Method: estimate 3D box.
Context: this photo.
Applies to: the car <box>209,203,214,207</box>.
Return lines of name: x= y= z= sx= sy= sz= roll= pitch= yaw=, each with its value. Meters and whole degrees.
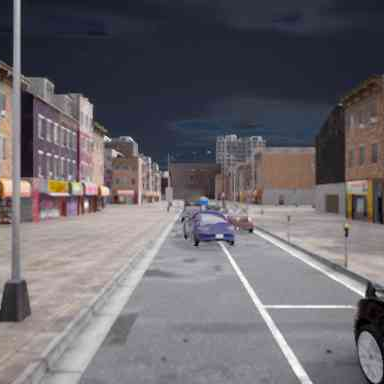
car: x=2.624 y=1.831 z=26.611 sx=1.802 sy=1.307 sz=4.206 roll=0 pitch=-1 yaw=0

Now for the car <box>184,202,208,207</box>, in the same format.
car: x=0.059 y=1.816 z=28.602 sx=2.033 sy=1.411 sz=5.357 roll=0 pitch=-1 yaw=1

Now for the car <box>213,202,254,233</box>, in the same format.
car: x=2.627 y=1.635 z=20.933 sx=1.967 sy=1.590 sz=4.097 roll=0 pitch=-1 yaw=0

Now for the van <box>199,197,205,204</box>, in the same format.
van: x=2.592 y=2.277 z=87.076 sx=1.690 sy=1.788 sz=3.998 roll=0 pitch=-1 yaw=0

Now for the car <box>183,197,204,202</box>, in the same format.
car: x=0.051 y=1.644 z=43.134 sx=2.150 sy=2.045 sz=5.566 roll=0 pitch=-1 yaw=0

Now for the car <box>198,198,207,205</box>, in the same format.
car: x=2.595 y=2.309 z=81.600 sx=1.967 sy=1.590 sz=4.097 roll=0 pitch=-1 yaw=0

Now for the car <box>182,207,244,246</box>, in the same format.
car: x=0.745 y=1.674 z=15.960 sx=1.812 sy=1.442 sz=4.674 roll=0 pitch=0 yaw=-10

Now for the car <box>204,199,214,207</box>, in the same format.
car: x=2.614 y=1.979 z=43.648 sx=2.008 sy=1.369 sz=4.403 roll=0 pitch=-1 yaw=0

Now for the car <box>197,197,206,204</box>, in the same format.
car: x=2.588 y=2.317 z=92.549 sx=2.192 sy=1.841 sz=5.009 roll=0 pitch=-1 yaw=0

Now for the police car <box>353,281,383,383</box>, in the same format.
police car: x=3.008 y=1.448 z=2.418 sx=1.930 sy=1.638 sz=5.238 roll=0 pitch=-1 yaw=0

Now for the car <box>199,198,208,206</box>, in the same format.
car: x=2.598 y=2.244 z=76.125 sx=1.967 sy=1.590 sz=4.097 roll=0 pitch=-1 yaw=0
